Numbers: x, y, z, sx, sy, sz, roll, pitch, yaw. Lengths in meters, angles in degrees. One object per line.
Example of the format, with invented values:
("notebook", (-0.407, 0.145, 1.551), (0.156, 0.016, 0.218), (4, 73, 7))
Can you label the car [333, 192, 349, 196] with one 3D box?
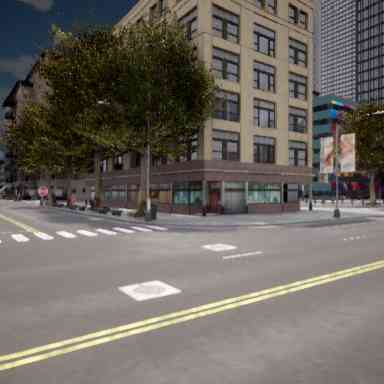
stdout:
("car", (37.894, 1.282, 87.440), (2.002, 1.452, 4.674), (0, 0, -36))
